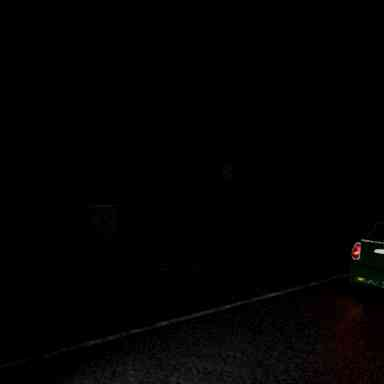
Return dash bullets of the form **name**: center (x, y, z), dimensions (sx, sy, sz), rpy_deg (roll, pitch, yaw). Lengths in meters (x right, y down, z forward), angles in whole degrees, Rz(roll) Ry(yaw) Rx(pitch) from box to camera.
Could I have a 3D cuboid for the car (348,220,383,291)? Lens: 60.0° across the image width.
- **car**: center (5.730, 1.355, 7.834), dimensions (4.553, 1.767, 2.097), rpy_deg (0, 0, -36)
